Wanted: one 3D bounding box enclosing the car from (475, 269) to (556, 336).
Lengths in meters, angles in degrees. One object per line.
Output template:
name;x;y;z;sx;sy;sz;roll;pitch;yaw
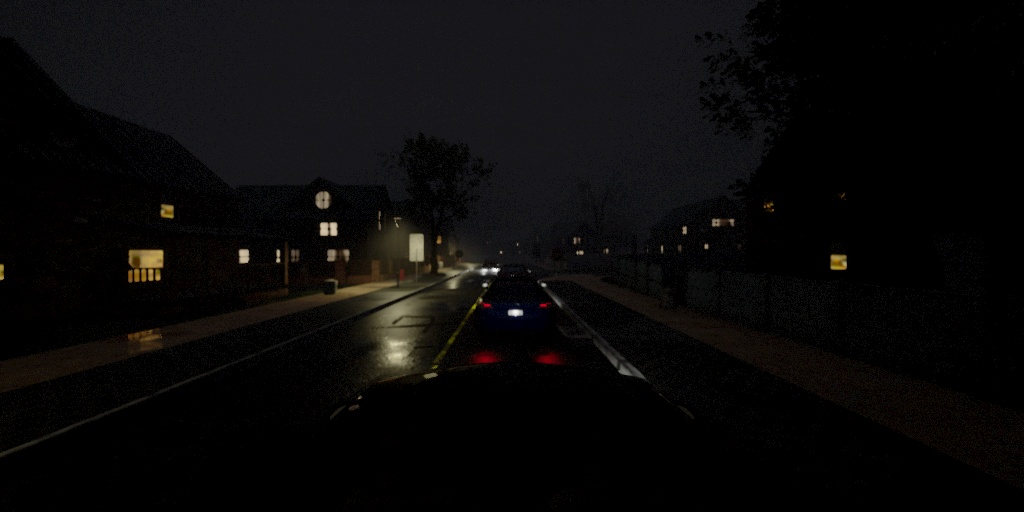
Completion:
car;0.072;1.246;10.160;1.994;1.385;4.181;0;0;0

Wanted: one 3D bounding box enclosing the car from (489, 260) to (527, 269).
car;0.107;1.145;20.374;2.033;1.411;5.357;0;1;2

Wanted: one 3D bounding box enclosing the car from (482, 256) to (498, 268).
car;-3.009;0.941;49.231;1.895;1.301;4.718;0;1;0
